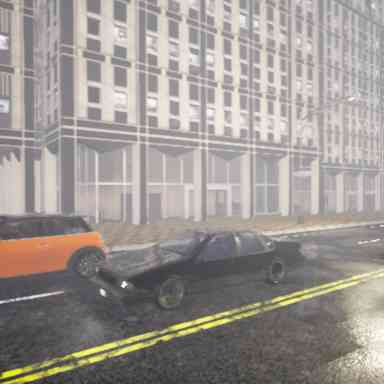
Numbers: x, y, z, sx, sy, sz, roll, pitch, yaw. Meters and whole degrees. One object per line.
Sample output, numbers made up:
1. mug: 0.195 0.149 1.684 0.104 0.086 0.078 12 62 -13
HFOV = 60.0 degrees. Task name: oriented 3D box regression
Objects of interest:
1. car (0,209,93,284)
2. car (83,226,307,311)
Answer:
1. car: -4.536 1.353 8.406 4.553 1.767 2.097 0 0 -35
2. car: 0.459 1.561 7.954 5.357 1.411 2.033 0 0 -35
